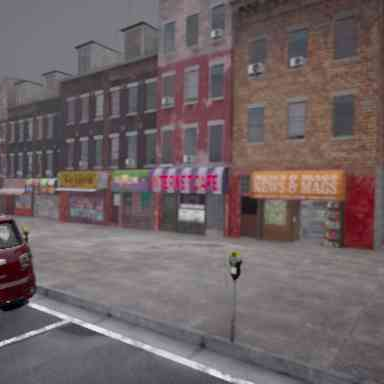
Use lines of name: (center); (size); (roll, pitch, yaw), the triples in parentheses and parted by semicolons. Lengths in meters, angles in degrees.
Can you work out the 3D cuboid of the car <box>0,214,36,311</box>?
car: (-5.008, 1.301, 6.355); (5.009, 1.841, 2.192); (0, 1, 36)
